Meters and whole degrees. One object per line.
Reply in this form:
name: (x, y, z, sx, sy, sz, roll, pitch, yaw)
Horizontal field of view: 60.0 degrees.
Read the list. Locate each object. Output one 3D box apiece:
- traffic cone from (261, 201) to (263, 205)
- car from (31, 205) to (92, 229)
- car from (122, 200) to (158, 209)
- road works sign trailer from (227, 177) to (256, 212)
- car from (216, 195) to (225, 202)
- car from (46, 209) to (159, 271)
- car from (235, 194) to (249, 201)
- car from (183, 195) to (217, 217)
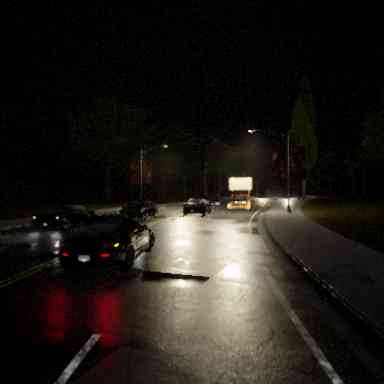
traffic cone: (9.871, 1.559, 46.726, 0.340, 0.580, 0.340, -1, 0, 19)
car: (-7.939, 1.521, 20.965, 1.895, 1.301, 4.718, 0, 0, 10)
car: (-3.911, 1.388, 24.774, 1.837, 1.490, 4.892, 0, 0, 12)
road works sign trailer: (5.073, 0.213, 34.608, 2.380, 3.560, 2.880, 0, 1, 19)
car: (4.535, 1.149, 60.568, 1.994, 1.385, 4.181, 0, 0, 23)
car: (-2.504, 1.484, 10.638, 1.812, 1.442, 4.674, 0, 0, 5)
car: (9.685, 1.109, 64.497, 1.895, 1.301, 4.718, 0, 0, 23)
car: (0.554, 1.321, 29.036, 2.128, 1.511, 4.902, 0, 0, 13)
